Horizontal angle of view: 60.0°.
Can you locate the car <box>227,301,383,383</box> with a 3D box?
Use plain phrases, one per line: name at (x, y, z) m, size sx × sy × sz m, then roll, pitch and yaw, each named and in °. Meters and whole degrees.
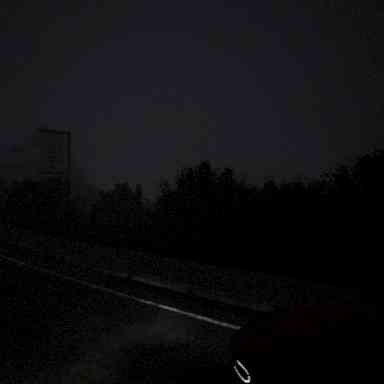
car at (2.621, 1.486, 2.252) m, size 5.008 × 1.535 × 1.882 m, roll 0°, pitch 0°, yaw 35°
